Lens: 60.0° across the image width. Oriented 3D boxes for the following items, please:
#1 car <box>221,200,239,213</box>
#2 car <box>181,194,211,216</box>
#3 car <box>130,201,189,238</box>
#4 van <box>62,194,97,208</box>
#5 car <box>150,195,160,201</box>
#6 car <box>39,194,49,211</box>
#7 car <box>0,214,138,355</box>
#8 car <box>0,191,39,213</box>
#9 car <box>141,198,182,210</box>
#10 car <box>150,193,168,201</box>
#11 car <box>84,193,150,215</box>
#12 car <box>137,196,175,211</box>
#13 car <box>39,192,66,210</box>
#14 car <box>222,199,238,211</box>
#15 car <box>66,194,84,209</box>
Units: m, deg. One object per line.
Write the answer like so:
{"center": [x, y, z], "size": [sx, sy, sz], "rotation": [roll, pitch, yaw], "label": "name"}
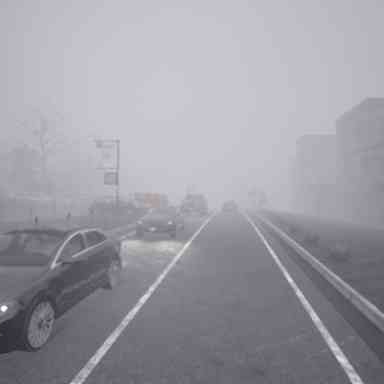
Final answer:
{"center": [4.321, 1.697, 38.098], "size": [1.994, 1.385, 4.181], "rotation": [1, -1, 7], "label": "car"}
{"center": [0.268, 1.194, 32.095], "size": [2.150, 2.045, 5.566], "rotation": [1, -1, 7], "label": "car"}
{"center": [-1.488, 1.401, 17.253], "size": [1.812, 1.442, 4.674], "rotation": [1, 0, 7], "label": "car"}
{"center": [-16.329, 1.337, 48.358], "size": [4.442, 1.987, 1.878], "rotation": [1, -2, 6], "label": "van"}
{"center": [-5.997, 1.317, 31.381], "size": [5.008, 1.535, 2.097], "rotation": [1, -1, 6], "label": "car"}
{"center": [-17.989, 1.203, 34.490], "size": [4.892, 1.521, 2.231], "rotation": [1, -1, 6], "label": "car"}
{"center": [-2.801, 1.419, 6.214], "size": [2.128, 1.511, 4.902], "rotation": [1, 0, 7], "label": "car"}
{"center": [-18.250, 0.902, 31.839], "size": [5.566, 2.045, 2.435], "rotation": [1, -1, 6], "label": "car"}
{"center": [-4.147, 1.689, 46.327], "size": [5.366, 1.575, 1.946], "rotation": [1, -2, 6], "label": "car"}
{"center": [-5.704, 1.119, 34.289], "size": [5.566, 2.045, 2.435], "rotation": [1, -1, 6], "label": "car"}
{"center": [-6.347, 1.137, 28.369], "size": [4.553, 1.767, 2.185], "rotation": [1, -1, 6], "label": "car"}
{"center": [-4.685, 1.473, 43.456], "size": [4.553, 1.767, 2.185], "rotation": [1, -2, 6], "label": "car"}
{"center": [-17.664, 1.005, 37.269], "size": [5.566, 2.045, 2.435], "rotation": [1, -1, 6], "label": "car"}
{"center": [5.522, 1.883, 48.262], "size": [2.128, 1.511, 4.902], "rotation": [1, 0, 7], "label": "car"}
{"center": [-17.242, 1.393, 42.967], "size": [5.366, 1.575, 1.946], "rotation": [1, -1, 6], "label": "car"}
